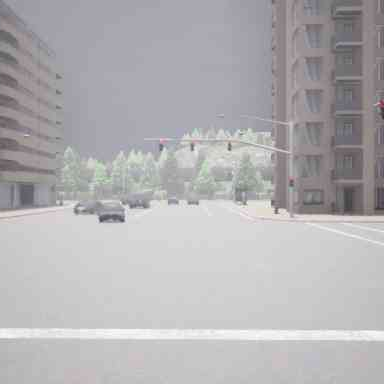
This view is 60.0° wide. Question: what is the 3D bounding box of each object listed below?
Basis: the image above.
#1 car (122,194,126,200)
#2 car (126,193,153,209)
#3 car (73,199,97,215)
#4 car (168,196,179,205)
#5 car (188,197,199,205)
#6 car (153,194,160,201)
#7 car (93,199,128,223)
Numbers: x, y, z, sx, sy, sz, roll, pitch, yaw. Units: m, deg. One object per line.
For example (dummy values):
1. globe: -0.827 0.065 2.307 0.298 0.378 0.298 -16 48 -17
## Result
1. car: -10.425 1.223 56.237 2.150 2.045 5.566 0 0 1
2. car: -7.001 1.222 44.783 2.150 2.045 5.566 0 0 0
3. car: -10.529 1.492 33.978 2.128 1.511 4.902 0 0 0
4. car: -3.374 1.526 60.030 1.812 1.442 4.674 0 0 0
5. car: 0.223 1.564 58.373 1.994 1.385 4.181 0 0 0
6. car: -6.874 1.139 60.268 1.812 1.442 4.674 0 0 0
7. car: -6.259 1.547 25.844 2.033 1.411 5.357 0 0 -13
